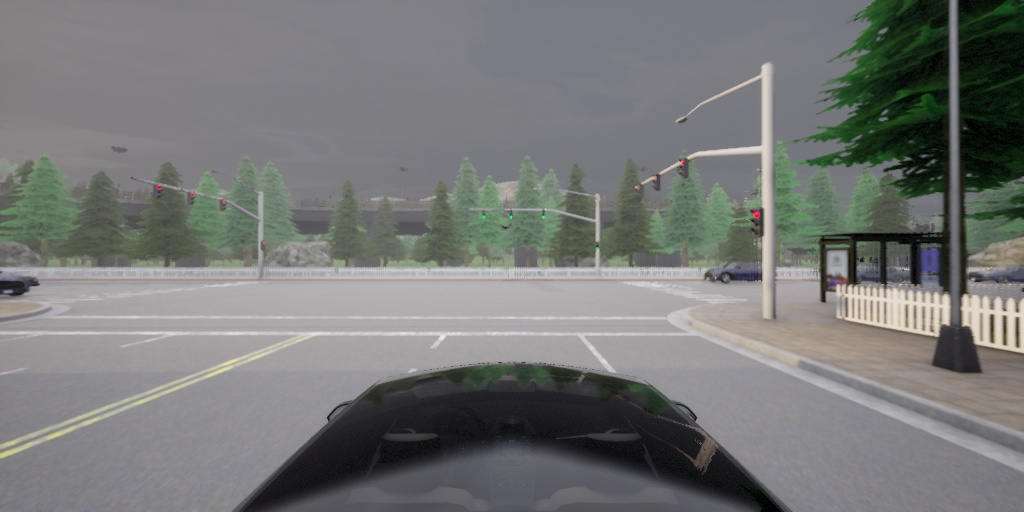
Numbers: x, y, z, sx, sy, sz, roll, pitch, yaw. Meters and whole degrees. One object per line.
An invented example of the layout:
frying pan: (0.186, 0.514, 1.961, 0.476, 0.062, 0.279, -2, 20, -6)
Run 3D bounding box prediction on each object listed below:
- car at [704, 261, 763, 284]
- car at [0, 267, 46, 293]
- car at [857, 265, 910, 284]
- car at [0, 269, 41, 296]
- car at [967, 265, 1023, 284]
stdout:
car: (17.448, 1.200, 27.854, 4.553, 1.767, 2.097, 0, 0, 0)
car: (-30.993, 1.349, 20.731, 5.357, 1.411, 2.033, 0, 0, -1)
car: (27.605, 1.396, 27.784, 5.357, 1.411, 2.033, 0, 0, 1)
car: (-26.436, 1.134, 17.224, 4.553, 1.767, 2.097, 0, 0, 0)
car: (37.998, 1.393, 27.060, 5.357, 1.411, 2.033, 0, 0, 10)
